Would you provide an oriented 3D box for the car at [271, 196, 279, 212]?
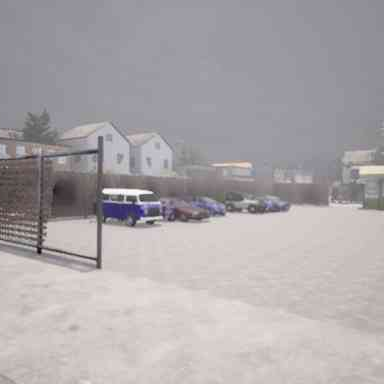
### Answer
[{"bbox_3d":[6.660,1.200,31.458,2.207,1.379,1.481,1,1,36],"label":"car"}]

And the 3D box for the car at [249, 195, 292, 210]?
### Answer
[{"bbox_3d":[8.647,1.137,36.554,4.193,1.474,1.816,1,1,36],"label":"car"}]

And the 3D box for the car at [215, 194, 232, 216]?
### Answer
[{"bbox_3d":[0.971,1.125,26.578,3.633,1.501,1.845,1,1,36],"label":"car"}]

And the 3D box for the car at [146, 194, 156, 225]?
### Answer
[{"bbox_3d":[-1.153,1.127,22.623,1.789,1.547,3.705,1,1,36],"label":"car"}]

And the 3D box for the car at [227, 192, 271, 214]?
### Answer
[{"bbox_3d":[4.704,0.973,30.200,3.866,1.878,1.905,1,1,36],"label":"car"}]

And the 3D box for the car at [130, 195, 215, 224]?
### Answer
[{"bbox_3d":[-1.416,1.195,22.532,5.357,1.415,2.033,1,1,36],"label":"car"}]

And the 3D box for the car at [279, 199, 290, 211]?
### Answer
[{"bbox_3d":[7.403,1.084,33.545,4.611,1.667,2.242,1,1,36],"label":"car"}]
